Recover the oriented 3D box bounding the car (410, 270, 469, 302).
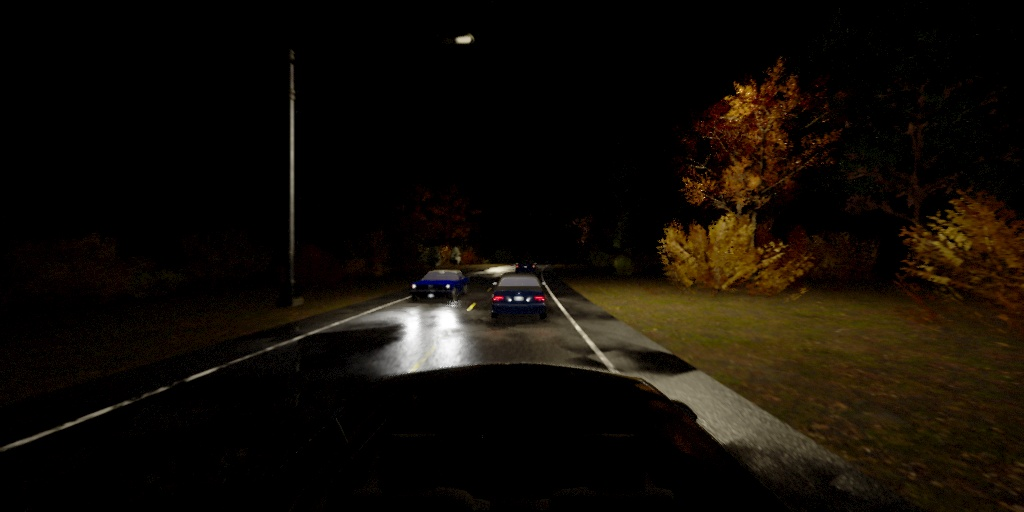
[{"bbox_3d":[-3.304,1.347,17.095,1.895,1.301,4.718,0,0,2],"label":"car"}]

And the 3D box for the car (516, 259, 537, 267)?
[{"bbox_3d":[1.497,1.096,37.702,2.097,1.767,4.553,0,0,4],"label":"car"}]

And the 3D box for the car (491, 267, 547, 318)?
[{"bbox_3d":[0.263,1.297,13.017,2.033,1.411,5.357,0,0,1],"label":"car"}]
